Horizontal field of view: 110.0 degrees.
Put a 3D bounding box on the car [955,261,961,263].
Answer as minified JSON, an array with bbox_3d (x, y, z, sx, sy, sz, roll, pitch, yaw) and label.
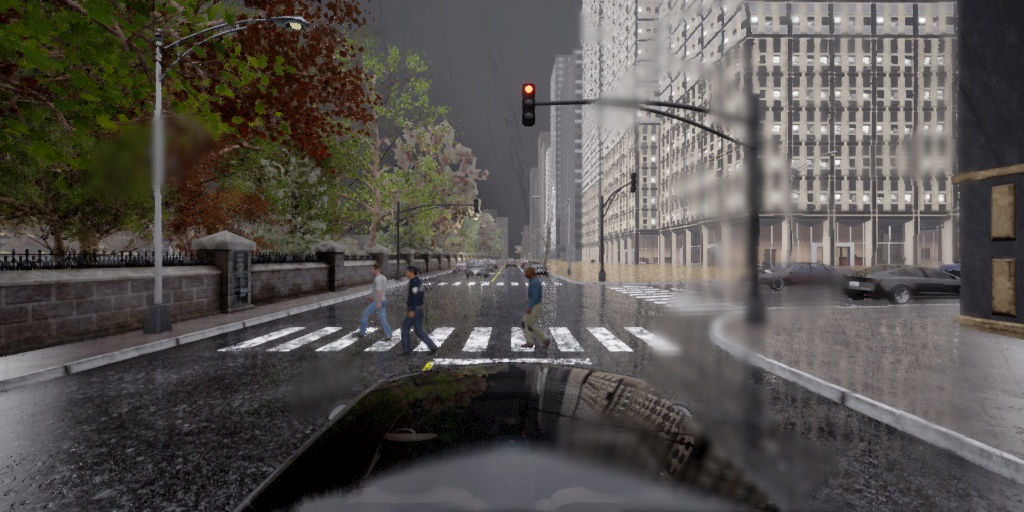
[{"bbox_3d":[25.362,0.655,19.050,4.553,1.767,2.097,-1,0,0],"label":"car"}]

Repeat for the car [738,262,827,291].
[{"bbox_3d":[15.102,1.025,18.974,5.357,1.411,2.033,-1,0,0],"label":"car"}]

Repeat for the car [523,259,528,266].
[{"bbox_3d":[2.602,1.334,41.365,1.948,1.339,4.313,0,0,0],"label":"car"}]

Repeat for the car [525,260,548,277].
[{"bbox_3d":[2.614,1.330,35.732,1.948,1.339,4.313,0,0,0],"label":"car"}]

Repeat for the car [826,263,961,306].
[{"bbox_3d":[14.659,1.026,13.176,4.313,1.339,1.948,0,0,0],"label":"car"}]

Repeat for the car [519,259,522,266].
[{"bbox_3d":[2.554,1.337,63.895,1.888,1.381,4.507,0,0,0],"label":"car"}]

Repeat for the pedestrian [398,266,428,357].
[{"bbox_3d":[-1.945,1.044,7.079,0.375,1.860,0.375,0,0,0],"label":"pedestrian"}]

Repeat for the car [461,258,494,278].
[{"bbox_3d":[-3.156,1.255,33.902,2.128,1.511,4.902,0,0,1],"label":"car"}]

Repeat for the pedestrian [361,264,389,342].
[{"bbox_3d":[-3.150,1.043,8.277,0.375,1.860,0.375,0,0,0],"label":"pedestrian"}]

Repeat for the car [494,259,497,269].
[{"bbox_3d":[-3.189,1.334,43.812,1.994,1.385,4.181,0,0,0],"label":"car"}]

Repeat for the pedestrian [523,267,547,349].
[{"bbox_3d":[0.485,1.044,7.685,0.375,1.860,0.375,0,0,0],"label":"pedestrian"}]

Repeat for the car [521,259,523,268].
[{"bbox_3d":[2.590,1.339,46.997,1.948,1.339,4.313,0,0,0],"label":"car"}]

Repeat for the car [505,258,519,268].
[{"bbox_3d":[-0.135,1.295,62.562,1.837,1.490,4.892,0,0,0],"label":"car"}]

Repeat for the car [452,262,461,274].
[{"bbox_3d":[-5.778,1.350,41.346,1.802,1.307,4.207,0,0,0],"label":"car"}]
